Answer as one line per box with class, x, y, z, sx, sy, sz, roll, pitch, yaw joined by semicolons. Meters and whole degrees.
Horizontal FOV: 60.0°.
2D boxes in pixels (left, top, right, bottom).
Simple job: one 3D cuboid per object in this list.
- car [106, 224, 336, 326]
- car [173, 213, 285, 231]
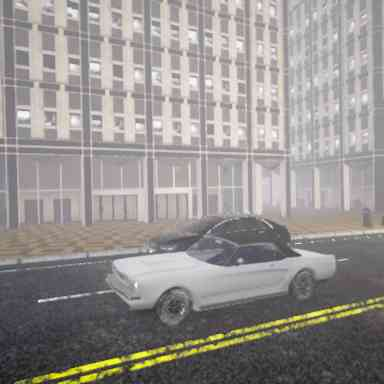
car;0.683;1.589;7.020;4.718;1.301;1.895;0;0;-27
car;0.977;1.486;10.785;4.892;1.490;1.837;0;0;-26
